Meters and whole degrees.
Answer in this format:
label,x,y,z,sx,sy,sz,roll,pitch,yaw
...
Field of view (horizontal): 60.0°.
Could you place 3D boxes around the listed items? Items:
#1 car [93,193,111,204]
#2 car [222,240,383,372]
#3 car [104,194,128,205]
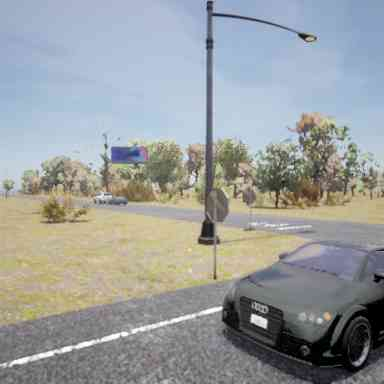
label,x,y,z,sx,sy,sz,roll,pitch,yaw
car,-16.294,1.107,60.957,2.150,2.045,5.566,0,0,-34
car,2.534,1.565,5.679,4.181,1.385,1.994,0,0,-35
car,-12.284,1.446,55.020,2.033,1.411,5.357,0,0,-33
